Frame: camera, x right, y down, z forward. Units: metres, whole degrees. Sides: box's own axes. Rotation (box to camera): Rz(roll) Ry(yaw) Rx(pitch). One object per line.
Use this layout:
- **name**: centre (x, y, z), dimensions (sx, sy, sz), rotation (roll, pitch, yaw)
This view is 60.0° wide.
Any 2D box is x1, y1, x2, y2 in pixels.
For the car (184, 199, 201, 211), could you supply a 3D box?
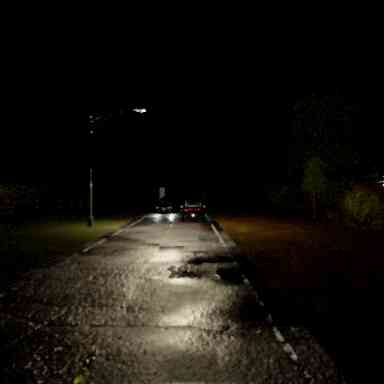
- **car**: centre (0.089, 1.586, 42.371), dimensions (1.994, 1.385, 4.181), rotation (0, 0, 0)

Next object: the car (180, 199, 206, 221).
- **car**: centre (0.095, 1.515, 27.353), dimensions (1.837, 1.490, 4.892), rotation (0, -1, 0)

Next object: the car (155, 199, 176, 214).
- **car**: centre (-2.849, 1.522, 35.892), dimensions (1.837, 1.490, 4.892), rotation (0, 0, 0)
